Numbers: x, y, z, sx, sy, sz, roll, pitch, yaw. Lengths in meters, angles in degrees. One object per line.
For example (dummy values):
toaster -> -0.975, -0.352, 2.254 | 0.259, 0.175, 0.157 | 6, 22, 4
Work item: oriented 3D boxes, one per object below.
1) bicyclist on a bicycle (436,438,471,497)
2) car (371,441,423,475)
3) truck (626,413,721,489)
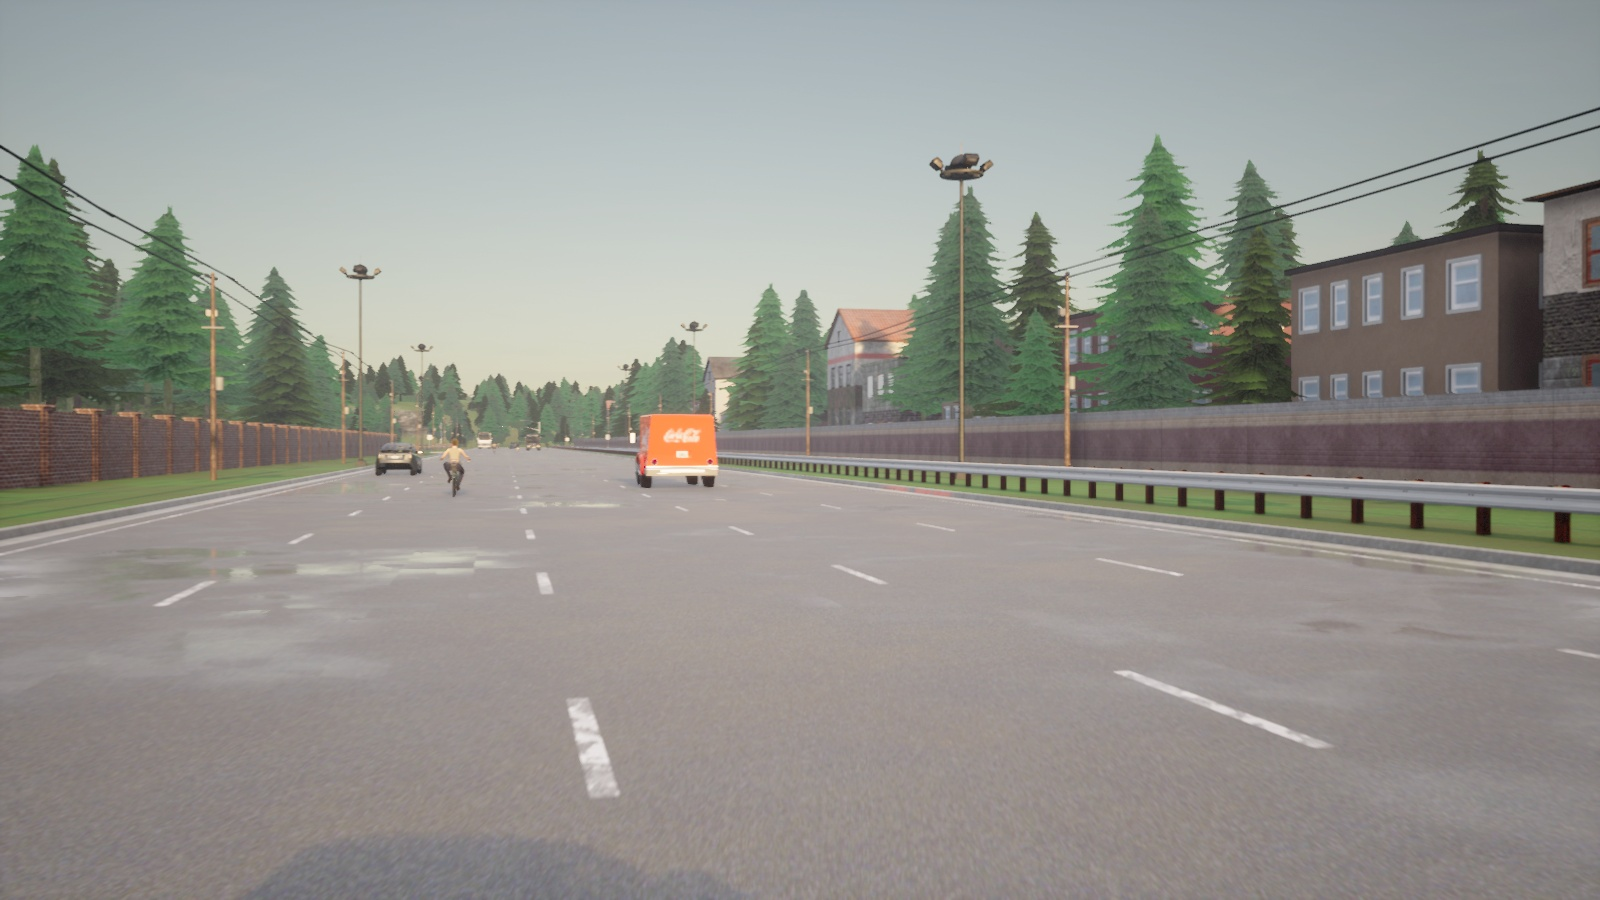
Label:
bicyclist on a bicycle -> -9.678, 0.477, 35.092 | 0.866, 1.612, 1.509 | 0, 0, -13
car -> -18.959, 0.343, 59.211 | 2.007, 1.525, 4.514 | 0, 0, -13
truck -> -4.455, 0.011, 43.460 | 2.627, 2.467, 5.204 | 0, 0, -13
